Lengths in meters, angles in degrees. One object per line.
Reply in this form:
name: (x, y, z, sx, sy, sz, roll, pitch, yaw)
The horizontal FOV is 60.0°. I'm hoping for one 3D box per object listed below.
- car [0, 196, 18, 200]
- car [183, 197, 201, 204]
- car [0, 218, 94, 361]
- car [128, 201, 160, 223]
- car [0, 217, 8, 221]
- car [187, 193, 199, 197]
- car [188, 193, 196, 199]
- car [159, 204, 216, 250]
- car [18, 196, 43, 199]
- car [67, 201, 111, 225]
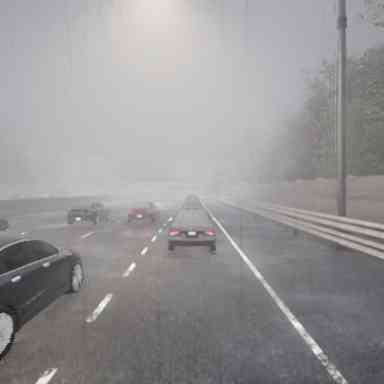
car: (-24.554, 1.255, 45.903, 2.128, 1.511, 4.902, 0, 0, 0)
car: (0.002, 1.396, 26.291, 2.033, 1.411, 5.357, 0, 0, 0)
car: (-3.399, 1.471, 5.741, 1.837, 1.490, 4.892, 0, 0, 0)
car: (-3.400, 1.388, 23.853, 1.812, 1.442, 4.674, 0, 0, 0)
car: (-10.399, 1.462, 14.861, 2.033, 1.411, 5.357, 0, 0, 0)
car: (0.002, 1.114, 44.885, 2.097, 1.767, 4.553, 0, 0, 0)
car: (0.024, 1.111, 86.983, 1.882, 1.535, 5.008, 0, 0, 2)
car: (0.000, 1.465, 13.943, 2.033, 1.411, 5.357, 0, 0, 0)
car: (-21.066, 1.331, 44.857, 1.994, 1.385, 4.181, 0, 0, 0)
car: (-6.898, 1.375, 22.608, 1.837, 1.490, 4.892, 0, 0, 0)
